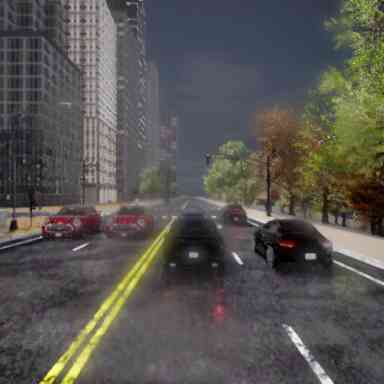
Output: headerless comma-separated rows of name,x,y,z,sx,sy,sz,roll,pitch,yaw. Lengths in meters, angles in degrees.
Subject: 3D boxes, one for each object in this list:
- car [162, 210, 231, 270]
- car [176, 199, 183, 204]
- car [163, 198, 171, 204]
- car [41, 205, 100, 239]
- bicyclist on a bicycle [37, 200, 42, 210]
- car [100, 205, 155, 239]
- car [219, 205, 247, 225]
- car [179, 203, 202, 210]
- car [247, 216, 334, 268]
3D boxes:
car,0.066,1.603,11.615,1.882,1.535,5.008,0,0,0
car,-3.263,2.465,86.361,2.033,1.411,5.357,0,-1,0
car,-6.513,2.426,86.361,1.837,1.490,4.892,0,-1,0
car,-6.589,1.552,18.669,2.097,1.767,4.553,0,-1,0
bicyclist on a bicycle,-24.658,2.163,53.938,0.582,1.620,1.656,-1,0,0
car,-3.339,1.552,18.680,2.097,1.767,4.553,0,-1,0
car,3.317,1.794,26.990,1.837,1.490,4.892,0,-1,0
car,0.062,1.821,25.530,2.033,1.411,5.357,0,-1,0
car,3.314,1.651,11.594,1.812,1.442,4.674,0,0,0
